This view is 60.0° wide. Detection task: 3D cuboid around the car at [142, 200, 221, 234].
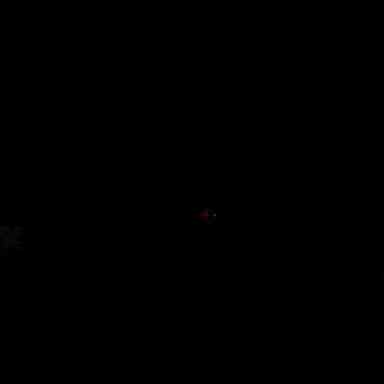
[{"bbox_3d":[-0.785,1.586,22.116,5.566,2.045,2.150,-2,-2,35],"label":"car"}]
